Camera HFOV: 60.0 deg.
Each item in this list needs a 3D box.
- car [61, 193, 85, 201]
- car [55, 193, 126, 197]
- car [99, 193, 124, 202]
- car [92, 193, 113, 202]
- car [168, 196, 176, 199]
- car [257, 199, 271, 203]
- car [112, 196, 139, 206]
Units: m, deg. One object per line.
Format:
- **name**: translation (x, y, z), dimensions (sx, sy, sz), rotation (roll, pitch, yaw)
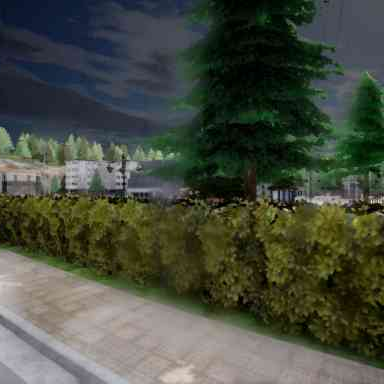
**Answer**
- **car**: translation (-28.351, 1.154, 79.501), dimensions (2.152, 1.636, 5.027), rotation (0, 0, 43)
- **car**: translation (-8.867, 1.221, 29.774), dimensions (2.150, 2.045, 5.566), rotation (0, 0, 43)
- **car**: translation (-16.680, 1.097, 68.992), dimensions (1.932, 1.855, 4.605), rotation (0, 0, 43)
- **car**: translation (-19.071, 1.077, 70.693), dimensions (1.905, 1.878, 3.866), rotation (0, 0, 43)
- **car**: translation (-3.296, 1.374, 56.098), dimensions (1.845, 1.501, 3.633), rotation (0, 0, 43)
- **car**: translation (9.640, 1.353, 44.228), dimensions (2.097, 1.767, 4.553), rotation (0, 0, 43)
- **car**: translation (-10.566, 1.384, 52.768), dimensions (1.970, 1.475, 3.806), rotation (0, 0, 43)
